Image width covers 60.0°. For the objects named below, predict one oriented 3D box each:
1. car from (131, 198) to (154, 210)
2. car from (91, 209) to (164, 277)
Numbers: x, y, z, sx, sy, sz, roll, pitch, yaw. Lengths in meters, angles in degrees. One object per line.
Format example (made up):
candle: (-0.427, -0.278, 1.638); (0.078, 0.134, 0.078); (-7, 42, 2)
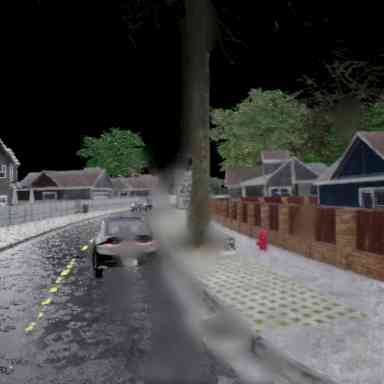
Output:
car: (-6.537, 1.583, 44.063); (2.097, 1.767, 4.553); (-2, 0, 6)
car: (-2.132, 1.549, 10.595); (2.128, 1.511, 4.902); (-1, 0, -15)
